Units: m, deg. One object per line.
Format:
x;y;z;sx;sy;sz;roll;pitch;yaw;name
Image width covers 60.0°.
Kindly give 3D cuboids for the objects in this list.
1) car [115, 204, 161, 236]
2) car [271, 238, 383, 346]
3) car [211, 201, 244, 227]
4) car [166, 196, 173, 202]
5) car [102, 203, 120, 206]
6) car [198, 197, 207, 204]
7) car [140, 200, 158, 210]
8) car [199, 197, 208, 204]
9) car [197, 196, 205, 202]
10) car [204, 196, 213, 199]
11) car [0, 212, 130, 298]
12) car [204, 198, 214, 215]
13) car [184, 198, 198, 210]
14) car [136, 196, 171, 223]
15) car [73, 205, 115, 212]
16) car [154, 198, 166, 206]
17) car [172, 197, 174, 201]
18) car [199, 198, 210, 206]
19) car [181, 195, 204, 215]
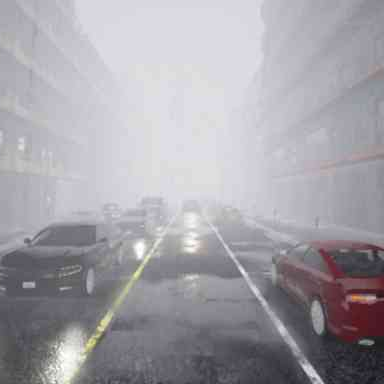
-3.183;1.631;19.241;2.033;1.411;5.357;0;0;0;car
2.775;1.565;6.451;1.887;1.381;4.507;0;0;0;car
2.577;1.614;23.664;1.752;1.417;4.829;0;0;0;car
-6.171;1.941;91.634;1.887;1.381;4.507;0;0;0;car
-5.801;1.546;23.446;1.967;1.590;4.097;0;0;0;car
2.301;1.848;74.635;1.887;1.381;4.507;0;0;0;car
-5.925;1.765;46.175;1.947;1.339;4.313;0;0;0;car
2.331;1.804;69.123;1.752;1.417;4.829;0;0;0;car
2.241;1.793;86.000;1.967;1.590;4.097;0;0;0;car
2.425;1.520;51.907;2.192;1.841;5.009;0;0;0;car
-3.134;1.520;8.881;1.882;1.535;5.008;0;0;0;car
2.516;1.660;35.028;1.752;1.417;4.829;0;0;0;car
-0.139;1.665;46.415;1.882;1.535;5.008;0;0;0;car
-3.132;1.374;26.619;2.150;2.045;5.566;0;0;0;car
-5.770;1.634;17.763;2.008;1.369;4.403;0;0;0;car
-6.017;1.853;63.222;1.802;1.307;4.206;0;0;0;car
-6.140;1.937;85.951;1.947;1.339;4.313;0;0;0;car
2.363;1.804;63.271;2.008;1.369;4.403;0;0;0;car
-0.081;1.495;35.664;2.097;1.767;4.553;0;0;0;car
